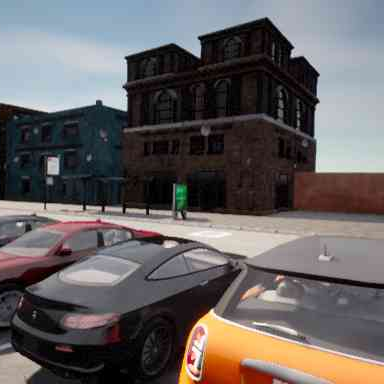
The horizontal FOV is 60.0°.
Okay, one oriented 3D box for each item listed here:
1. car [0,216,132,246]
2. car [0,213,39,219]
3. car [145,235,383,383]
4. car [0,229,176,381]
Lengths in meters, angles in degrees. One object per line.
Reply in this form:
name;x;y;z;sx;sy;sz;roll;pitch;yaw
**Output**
car;-2.648;1.404;7.043;2.097;1.535;5.008;0;0;35
car;-4.919;1.382;8.662;2.097;1.535;5.008;1;0;36
car;1.871;1.300;3.775;2.185;1.767;4.553;0;0;36
car;-0.382;1.459;5.417;2.002;1.452;4.674;0;0;35
